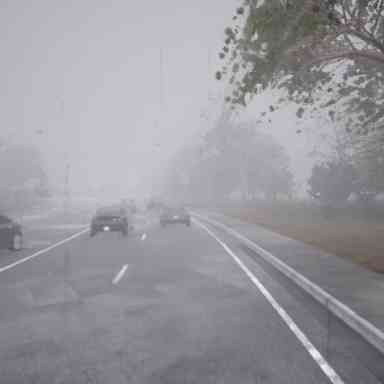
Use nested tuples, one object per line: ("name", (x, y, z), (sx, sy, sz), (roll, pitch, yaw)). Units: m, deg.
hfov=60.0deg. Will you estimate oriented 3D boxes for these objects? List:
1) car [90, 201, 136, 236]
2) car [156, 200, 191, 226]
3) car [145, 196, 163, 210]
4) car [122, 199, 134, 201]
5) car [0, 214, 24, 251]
("car", (-4.279, 1.472, 18.264), (1.837, 1.490, 4.892), (0, 1, -5))
("car", (-1.237, 1.519, 22.831), (1.994, 1.385, 4.181), (0, 0, -7))
("car", (-4.692, 1.269, 41.876), (2.097, 1.767, 4.553), (0, 0, -13))
("car", (-7.530, 1.470, 38.981), (2.033, 1.411, 5.357), (0, 0, -13))
("car", (-7.440, 1.490, 11.165), (1.837, 1.490, 4.892), (0, 0, -3))
